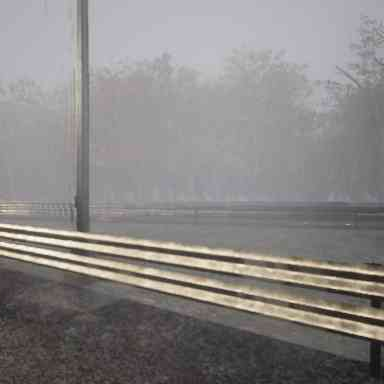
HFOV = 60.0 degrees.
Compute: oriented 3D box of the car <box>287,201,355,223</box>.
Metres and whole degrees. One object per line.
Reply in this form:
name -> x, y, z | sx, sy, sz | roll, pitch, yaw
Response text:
car -> 9.907, 1.510, 25.759 | 4.856, 1.649, 2.033 | 0, 0, 15
